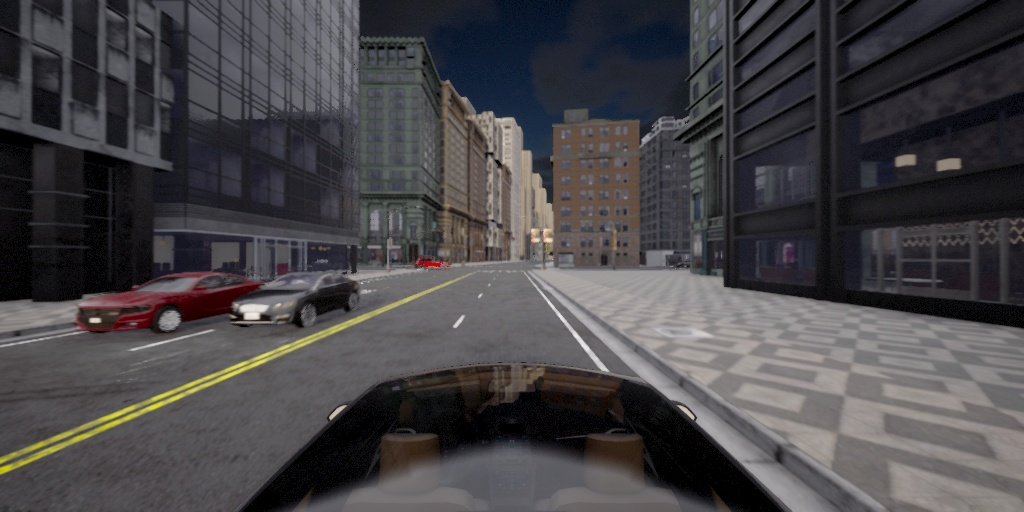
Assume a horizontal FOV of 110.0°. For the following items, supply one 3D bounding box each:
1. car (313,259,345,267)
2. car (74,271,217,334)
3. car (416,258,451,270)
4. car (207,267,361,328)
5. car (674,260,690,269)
[{"bbox_3d":[-29.496,1.270,58.028,4.553,1.767,2.097,-1,0,0],"label":"car"},{"bbox_3d":[-9.849,1.249,10.967,1.882,1.535,5.008,0,0,0],"label":"car"},{"bbox_3d":[-12.718,1.289,58.096,5.566,2.045,2.150,1,0,0],"label":"car"},{"bbox_3d":[-6.600,1.265,11.546,2.128,1.511,4.902,0,0,0],"label":"car"},{"bbox_3d":[28.992,1.456,58.266,4.892,1.490,1.837,0,0,0],"label":"car"}]
